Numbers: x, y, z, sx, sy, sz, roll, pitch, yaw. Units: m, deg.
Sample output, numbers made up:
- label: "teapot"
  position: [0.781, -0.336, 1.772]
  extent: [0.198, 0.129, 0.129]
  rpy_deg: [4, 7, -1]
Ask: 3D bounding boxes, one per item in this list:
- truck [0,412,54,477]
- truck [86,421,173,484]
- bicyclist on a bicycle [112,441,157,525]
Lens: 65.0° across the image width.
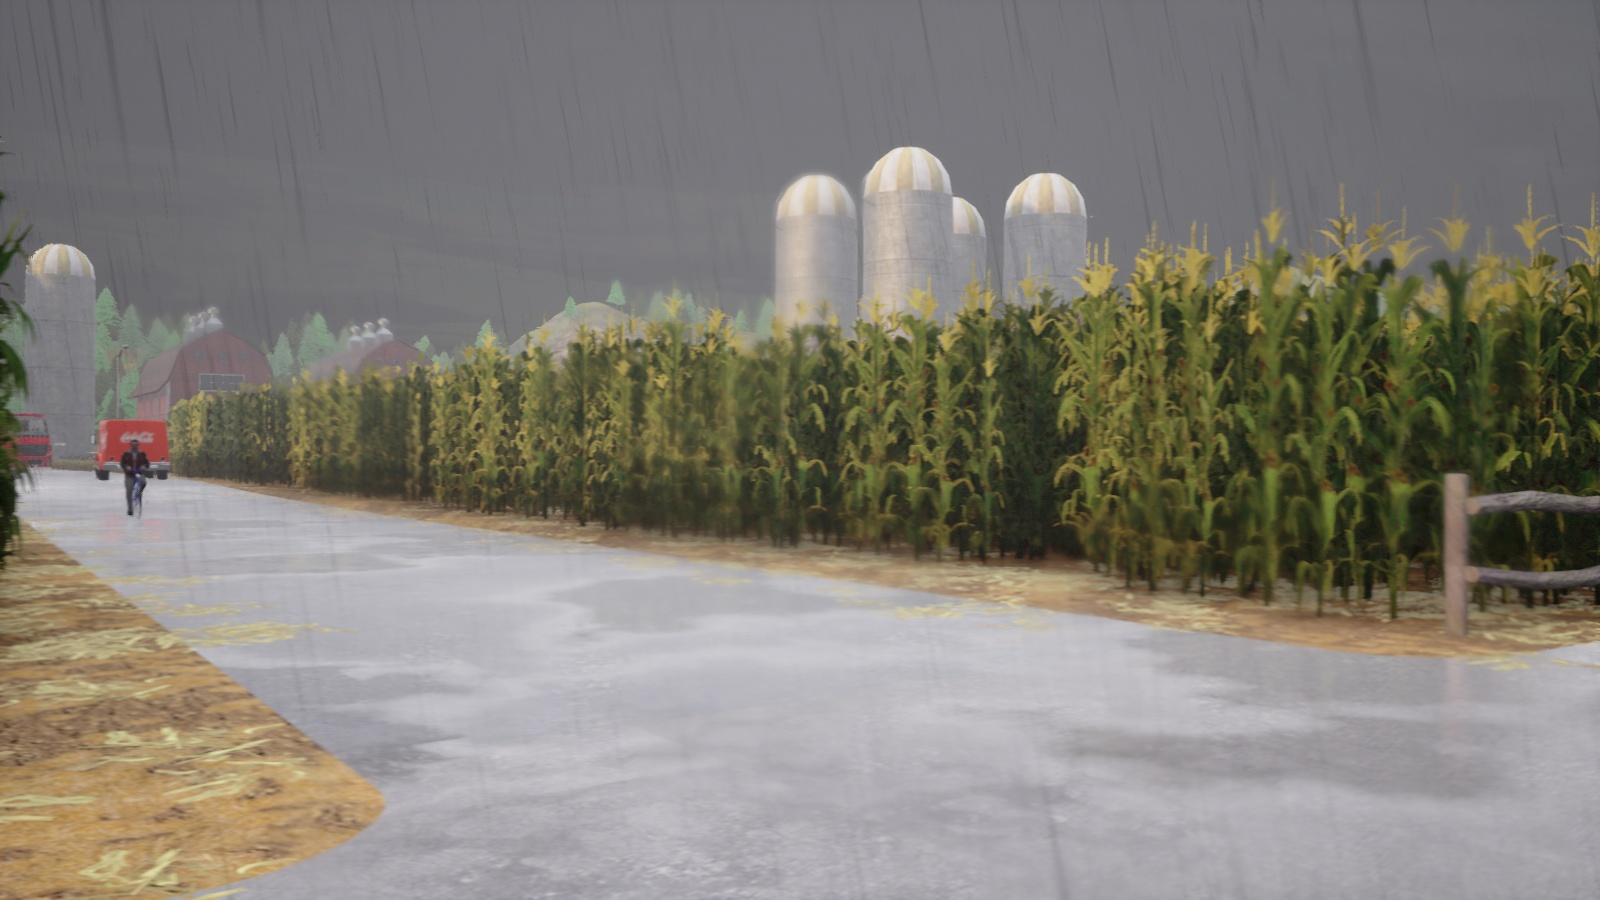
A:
- label: "truck"
  position: [-45.584, -0.213, 68.948]
  extent: [7.936, 3.462, 2.891]
  rpy_deg: [-1, -1, 8]
- label: "truck"
  position: [-28.080, 0.115, 52.489]
  extent: [2.627, 2.467, 5.204]
  rpy_deg: [0, 0, -35]
- label: "bicyclist on a bicycle"
  position: [-14.603, 0.708, 27.534]
  extent: [0.659, 1.776, 1.843]
  rpy_deg: [0, 0, -35]
